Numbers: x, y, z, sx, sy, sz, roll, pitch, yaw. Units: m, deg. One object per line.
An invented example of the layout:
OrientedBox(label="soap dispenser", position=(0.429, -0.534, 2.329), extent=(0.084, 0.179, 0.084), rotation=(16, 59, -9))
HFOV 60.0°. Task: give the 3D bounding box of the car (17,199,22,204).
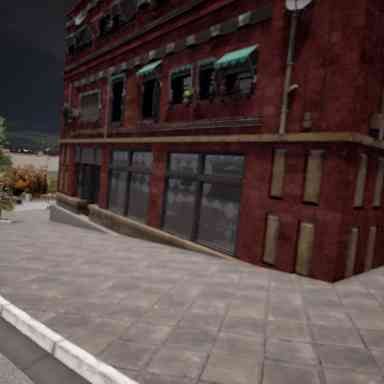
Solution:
OrientedBox(label="car", position=(-27.616, 1.283, 50.505), extent=(2.033, 1.411, 5.357), rotation=(5, -2, -5))
